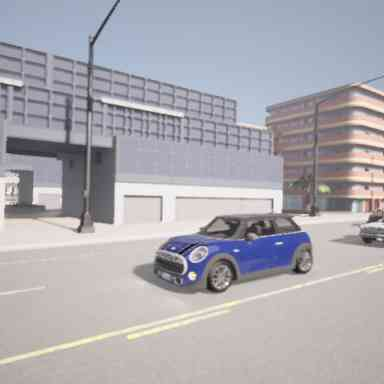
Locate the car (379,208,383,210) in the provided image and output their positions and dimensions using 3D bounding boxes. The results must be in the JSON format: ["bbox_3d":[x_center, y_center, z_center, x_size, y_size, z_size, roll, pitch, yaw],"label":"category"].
[{"bbox_3d":[13.531,1.641,22.137,4.181,1.385,1.994,1,-1,-36],"label":"car"}]

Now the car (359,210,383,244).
[{"bbox_3d":[9.527,1.634,14.974,4.718,1.301,1.895,0,0,-36],"label":"car"}]

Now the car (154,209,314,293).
[{"bbox_3d":[1.237,1.392,9.107,4.553,1.767,2.097,0,0,-35],"label":"car"}]
